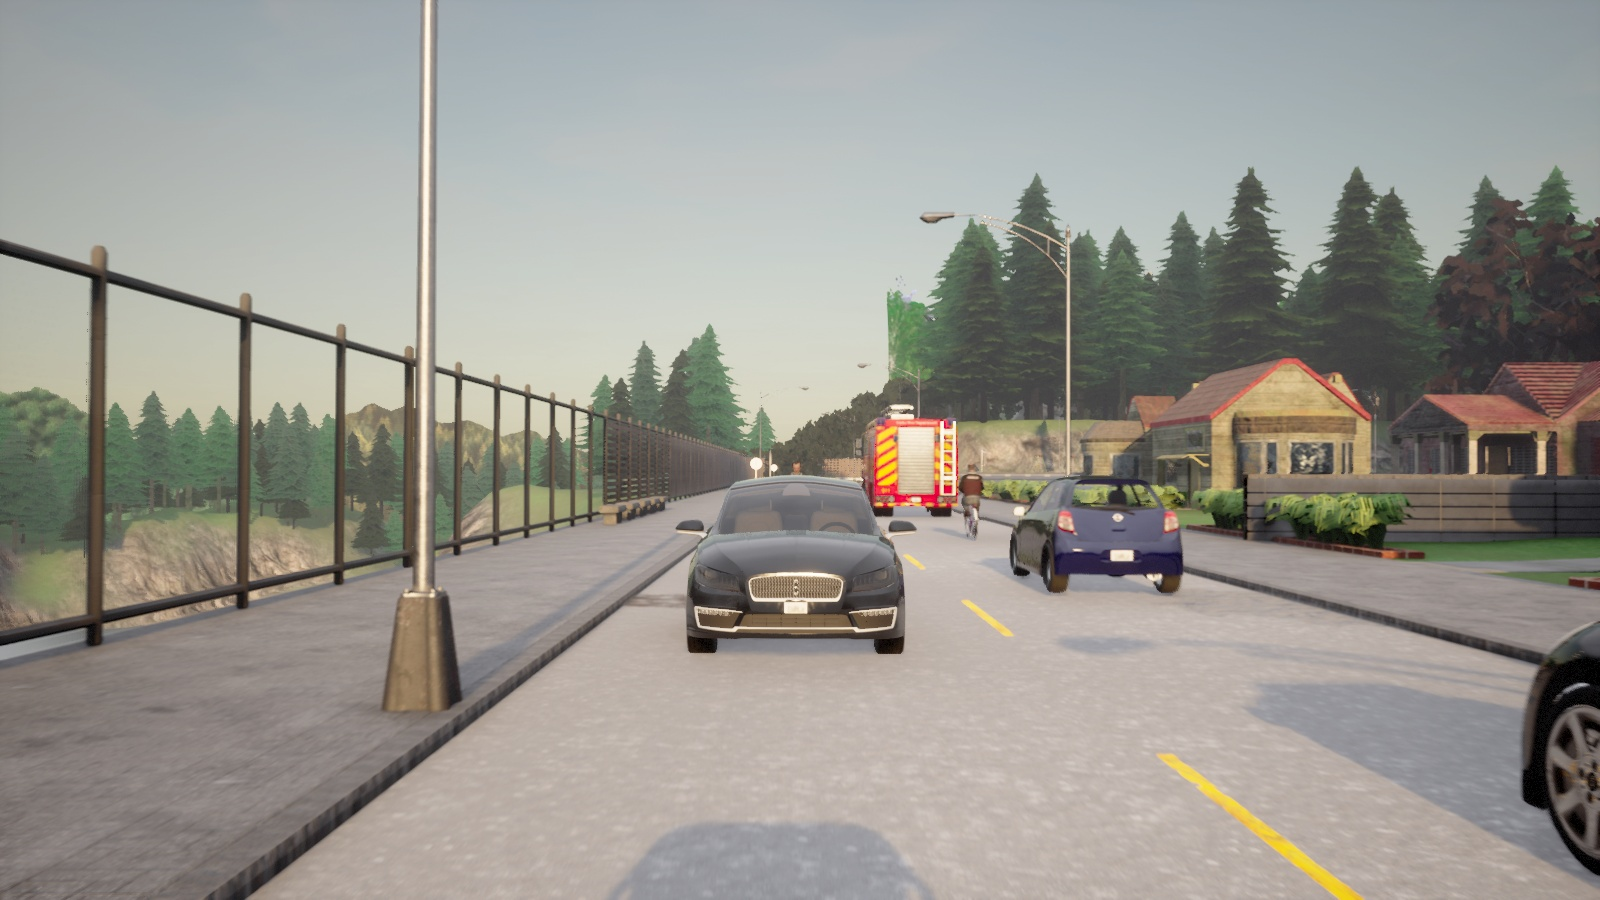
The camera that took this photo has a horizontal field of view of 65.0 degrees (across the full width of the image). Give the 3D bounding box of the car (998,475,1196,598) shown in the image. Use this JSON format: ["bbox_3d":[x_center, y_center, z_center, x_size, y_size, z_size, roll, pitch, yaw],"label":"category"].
[{"bbox_3d":[3.958,1.103,17.345,1.845,1.501,3.633,0,-1,0],"label":"car"}]

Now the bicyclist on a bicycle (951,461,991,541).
[{"bbox_3d":[3.929,1.154,28.949,0.659,1.776,1.843,0,-1,0],"label":"bicyclist on a bicycle"}]

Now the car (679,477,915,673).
[{"bbox_3d":[-0.030,1.025,12.235,1.837,1.490,4.892,0,-1,0],"label":"car"}]

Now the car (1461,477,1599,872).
[{"bbox_3d":[3.990,0.828,3.786,1.970,1.475,3.806,0,-1,0],"label":"car"}]

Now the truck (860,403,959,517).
[{"bbox_3d":[3.882,0.414,46.541,2.891,3.827,8.468,0,-1,0],"label":"truck"}]
